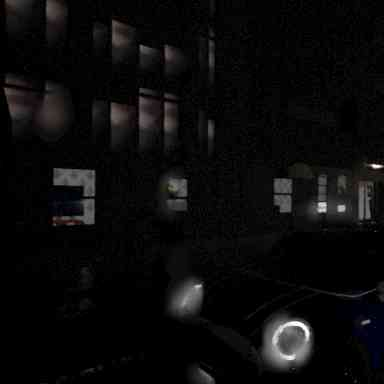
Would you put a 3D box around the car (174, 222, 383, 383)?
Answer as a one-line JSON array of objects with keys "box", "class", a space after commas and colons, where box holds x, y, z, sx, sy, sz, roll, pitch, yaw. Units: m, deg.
[{"box": [1.978, 1.371, 4.788, 4.553, 1.767, 2.097, 0, 0, -35], "class": "car"}]

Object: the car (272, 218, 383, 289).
[{"box": [4.570, 1.608, 9.810, 4.313, 1.339, 1.947, 0, 0, -35], "class": "car"}]
